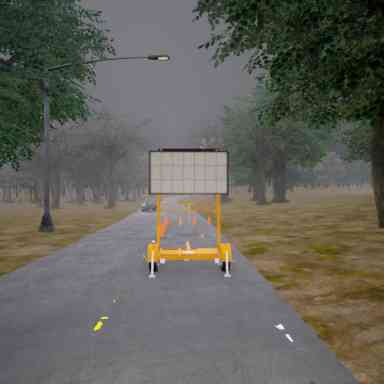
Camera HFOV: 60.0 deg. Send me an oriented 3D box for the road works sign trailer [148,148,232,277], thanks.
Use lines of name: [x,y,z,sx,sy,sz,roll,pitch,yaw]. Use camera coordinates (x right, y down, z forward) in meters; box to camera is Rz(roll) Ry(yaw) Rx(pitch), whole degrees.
road works sign trailer: [-0.099,0.474,10.234,2.380,3.560,2.880,0,0,-2]

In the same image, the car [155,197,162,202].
car: [-8.909,1.934,88.873,1.895,1.301,4.718,0,0,-5]

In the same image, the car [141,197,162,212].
car: [-4.731,1.432,38.928,2.097,1.767,4.553,0,0,-4]
